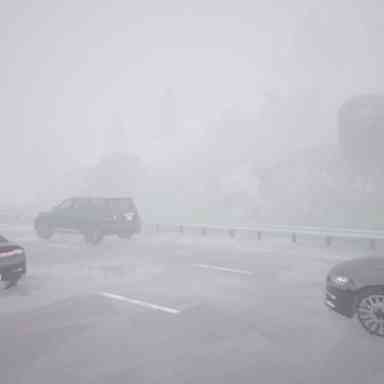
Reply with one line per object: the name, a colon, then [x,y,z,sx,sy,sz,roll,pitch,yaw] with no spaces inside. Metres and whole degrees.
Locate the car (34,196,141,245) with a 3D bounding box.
car: [-4.919,1.193,15.478,5.566,2.045,2.150,0,0,32]

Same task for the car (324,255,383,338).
car: [4.592,1.471,4.923,4.902,1.511,2.128,0,0,36]

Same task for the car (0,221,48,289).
car: [-5.883,1.483,7.791,4.902,1.511,2.128,0,0,33]
